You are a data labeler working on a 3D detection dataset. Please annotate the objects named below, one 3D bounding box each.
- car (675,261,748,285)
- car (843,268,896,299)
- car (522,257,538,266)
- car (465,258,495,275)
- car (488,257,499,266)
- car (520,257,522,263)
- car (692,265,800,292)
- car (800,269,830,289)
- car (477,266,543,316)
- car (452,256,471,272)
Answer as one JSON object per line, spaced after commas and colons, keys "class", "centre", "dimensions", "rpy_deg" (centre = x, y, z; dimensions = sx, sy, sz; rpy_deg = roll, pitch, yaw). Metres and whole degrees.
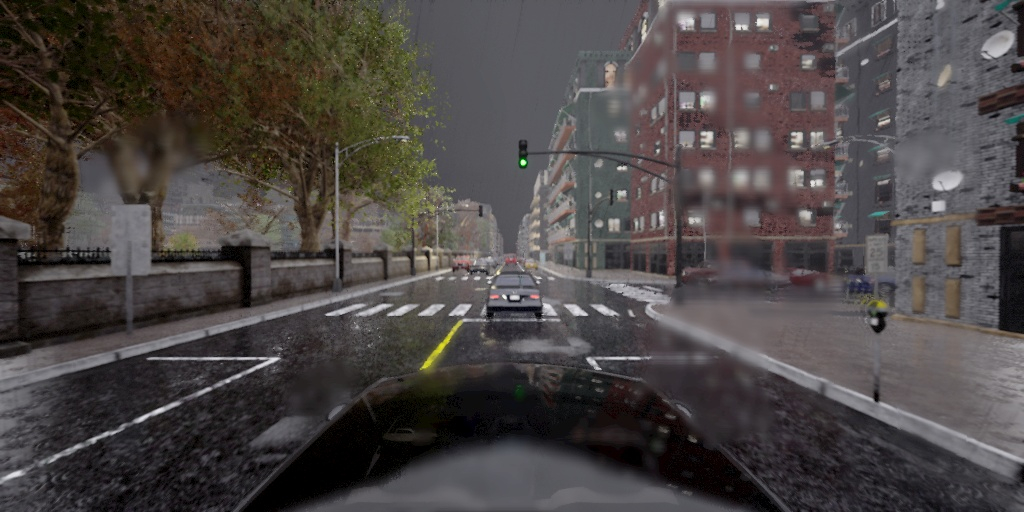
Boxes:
{"class": "car", "centre": [14.539, 1.245, 25.860], "dimensions": [5.009, 1.841, 2.192], "rpy_deg": [0, 0, 0]}
{"class": "car", "centre": [21.529, 1.455, 20.106], "dimensions": [4.553, 1.767, 2.097], "rpy_deg": [1, 0, 0]}
{"class": "car", "centre": [2.574, 1.105, 48.119], "dimensions": [1.751, 1.417, 4.829], "rpy_deg": [0, 0, 0]}
{"class": "car", "centre": [-3.180, 1.164, 36.713], "dimensions": [2.033, 1.411, 5.357], "rpy_deg": [0, 0, 0]}
{"class": "car", "centre": [-3.200, 1.098, 50.133], "dimensions": [1.812, 1.442, 4.674], "rpy_deg": [0, 1, 0]}
{"class": "car", "centre": [2.560, 1.106, 53.484], "dimensions": [1.888, 1.381, 4.507], "rpy_deg": [0, 0, 0]}
{"class": "car", "centre": [15.031, 1.507, 23.266], "dimensions": [5.357, 1.411, 2.033], "rpy_deg": [1, 0, 0]}
{"class": "car", "centre": [20.234, 1.579, 25.893], "dimensions": [4.507, 1.381, 1.888], "rpy_deg": [0, 0, 0]}
{"class": "car", "centre": [0.072, 1.253, 13.006], "dimensions": [2.033, 1.411, 5.357], "rpy_deg": [0, 0, 0]}
{"class": "car", "centre": [-5.792, 0.912, 42.392], "dimensions": [2.192, 1.841, 5.009], "rpy_deg": [0, 0, 0]}
